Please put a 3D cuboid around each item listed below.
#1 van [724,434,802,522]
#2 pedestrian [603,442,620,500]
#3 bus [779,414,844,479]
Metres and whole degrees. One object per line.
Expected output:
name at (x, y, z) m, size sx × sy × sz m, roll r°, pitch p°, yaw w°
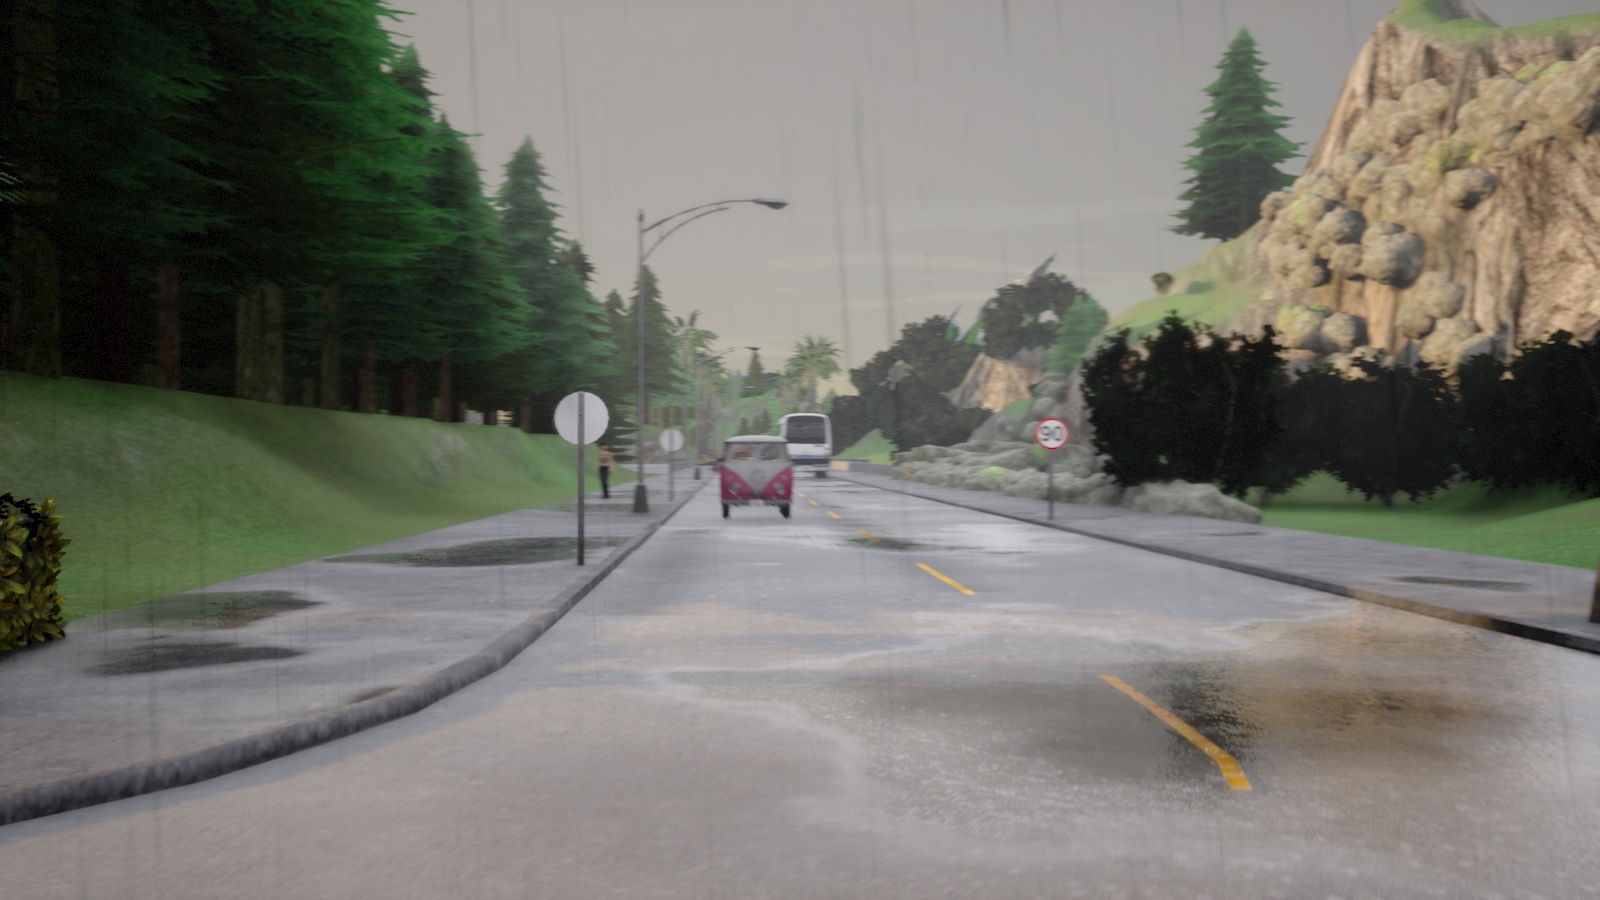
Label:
van at (-0.932, 0.649, 30.857) m, size 1.775 × 1.987 × 4.442 m, roll 0°, pitch 0°, yaw -2°
pedestrian at (-6.055, 0.672, 40.329) m, size 0.345 × 1.836 × 0.594 m, roll 0°, pitch 0°, yaw 10°
bus at (0.633, -0.216, 86.896) m, size 3.944 × 4.253 × 10.273 m, roll 0°, pitch 0°, yaw -2°
